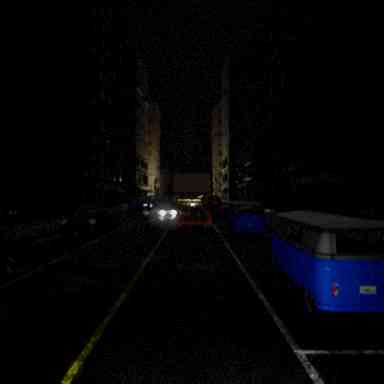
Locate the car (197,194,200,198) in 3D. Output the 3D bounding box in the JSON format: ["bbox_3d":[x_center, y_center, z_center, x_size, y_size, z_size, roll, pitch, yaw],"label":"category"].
[{"bbox_3d":[2.882,1.743,78.769,1.947,1.339,4.313,0,0,0],"label":"car"}]

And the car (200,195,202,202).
[{"bbox_3d":[2.875,1.562,56.764,1.967,1.590,4.097,0,0,0],"label":"car"}]

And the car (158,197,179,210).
[{"bbox_3d":[-3.073,1.694,44.493,1.895,1.301,4.718,0,0,0],"label":"car"}]

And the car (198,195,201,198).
[{"bbox_3d":[2.879,1.700,67.767,2.008,1.369,4.403,0,0,0],"label":"car"}]

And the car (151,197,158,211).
[{"bbox_3d":[-5.656,1.635,40.263,2.008,1.369,4.403,0,0,0],"label":"car"}]

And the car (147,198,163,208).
[{"bbox_3d":[-5.652,1.675,51.266,1.947,1.339,4.313,0,0,0],"label":"car"}]

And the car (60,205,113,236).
[{"bbox_3d":[-5.663,1.478,18.258,1.967,1.590,4.097,0,0,0],"label":"car"}]

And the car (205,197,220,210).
[{"bbox_3d":[2.870,1.666,40.260,1.802,1.307,4.206,0,0,0],"label":"car"}]

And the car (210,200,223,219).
[{"bbox_3d":[2.866,1.643,29.258,1.802,1.307,4.206,0,0,0],"label":"car"}]

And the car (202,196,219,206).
[{"bbox_3d":[2.871,1.411,45.762,2.192,1.841,5.009,0,0,0],"label":"car"}]

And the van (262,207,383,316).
[{"bbox_3d":[2.858,1.357,7.252,1.690,1.788,3.998,0,0,0],"label":"van"}]

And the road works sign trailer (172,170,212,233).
[{"bbox_3d":[0.007,0.506,19.936,2.380,3.560,2.880,0,0,0],"label":"road works sign trailer"}]

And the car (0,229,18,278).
[{"bbox_3d":[-5.667,1.455,7.255,1.967,1.590,4.097,0,0,0],"label":"car"}]

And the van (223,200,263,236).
[{"bbox_3d":[2.862,1.379,18.255,1.690,1.788,3.998,0,0,0],"label":"van"}]

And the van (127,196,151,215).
[{"bbox_3d":[-5.658,1.413,34.763,1.690,1.788,3.998,0,0,0],"label":"van"}]
